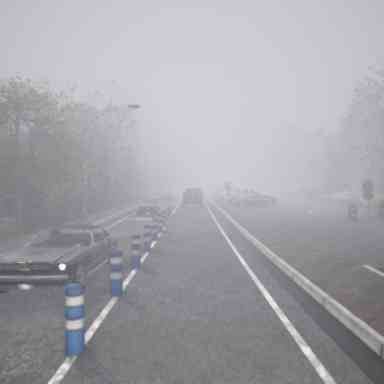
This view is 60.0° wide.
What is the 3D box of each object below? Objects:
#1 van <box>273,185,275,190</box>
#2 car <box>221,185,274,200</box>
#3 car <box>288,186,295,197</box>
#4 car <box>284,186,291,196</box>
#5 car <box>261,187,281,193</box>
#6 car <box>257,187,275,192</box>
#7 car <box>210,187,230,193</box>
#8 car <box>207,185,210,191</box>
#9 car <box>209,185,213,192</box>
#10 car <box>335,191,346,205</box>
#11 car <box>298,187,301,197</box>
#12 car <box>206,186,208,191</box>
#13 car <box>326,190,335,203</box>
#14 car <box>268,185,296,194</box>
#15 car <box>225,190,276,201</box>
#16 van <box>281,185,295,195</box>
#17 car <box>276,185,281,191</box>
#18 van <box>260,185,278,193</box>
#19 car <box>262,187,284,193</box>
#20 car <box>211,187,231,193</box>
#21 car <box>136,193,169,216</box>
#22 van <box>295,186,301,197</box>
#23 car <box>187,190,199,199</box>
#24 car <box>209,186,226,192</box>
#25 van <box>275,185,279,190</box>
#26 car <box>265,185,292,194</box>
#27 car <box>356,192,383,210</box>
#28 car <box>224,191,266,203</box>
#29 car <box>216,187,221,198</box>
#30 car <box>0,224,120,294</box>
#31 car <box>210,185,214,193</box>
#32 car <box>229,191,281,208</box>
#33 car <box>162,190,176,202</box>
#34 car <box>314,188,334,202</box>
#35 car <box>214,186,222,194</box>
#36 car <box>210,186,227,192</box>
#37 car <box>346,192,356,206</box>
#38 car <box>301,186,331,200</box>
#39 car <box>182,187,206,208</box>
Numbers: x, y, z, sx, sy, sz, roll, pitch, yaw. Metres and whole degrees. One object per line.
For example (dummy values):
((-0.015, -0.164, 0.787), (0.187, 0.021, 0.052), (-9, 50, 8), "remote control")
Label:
((20.081, -0.434, 72.149), (4.442, 1.987, 1.878), (0, 1, 1), "van")
((6.884, 0.476, 41.824), (5.566, 2.045, 2.435), (0, 2, 0), "car")
((20.108, 0.190, 58.442), (4.792, 1.488, 2.163), (0, 2, 1), "car")
((20.131, 0.111, 61.080), (4.792, 1.488, 2.163), (0, 2, 1), "car")
((20.321, -0.523, 86.126), (4.674, 1.452, 2.002), (0, 1, 0), "car")
((20.363, -0.661, 91.538), (4.674, 1.452, 2.002), (0, 1, 0), "car")
((7.232, -0.557, 86.221), (4.892, 1.521, 2.231), (0, 1, 0), "car")
((7.005, -0.420, 80.672), (5.366, 1.575, 1.946), (0, 1, 0), "car")
((7.138, -0.317, 77.896), (4.792, 1.488, 2.163), (0, 1, 0), "car")
((19.882, 0.847, 38.940), (4.792, 1.488, 2.163), (0, 2, 1), "car")
((20.002, 0.375, 52.781), (4.792, 1.488, 2.163), (0, 2, 0), "car")
((7.077, -0.631, 88.998), (5.366, 1.575, 1.946), (0, 1, 0), "car")
((19.932, 0.763, 41.709), (4.674, 1.452, 2.002), (0, 2, 1), "car")
((20.193, -0.530, 74.916), (5.566, 2.045, 2.435), (0, 1, 0), "car")
((6.837, 0.822, 39.059), (5.008, 1.535, 2.097), (0, 2, 0), "car")
((20.017, -0.220, 63.826), (4.442, 1.987, 1.878), (0, 2, 0), "van")
((20.155, -0.068, 66.615), (5.008, 1.535, 2.097), (0, 1, 1), "car")
((20.459, -0.859, 88.887), (4.442, 1.987, 1.878), (0, 1, 1), "van")
((20.288, -0.490, 83.231), (5.008, 1.535, 2.097), (0, 1, 1), "car")
((7.221, -0.486, 83.446), (4.892, 1.521, 2.231), (0, 1, 0), "car")
((-3.345, 1.129, 27.534), (2.033, 1.411, 5.357), (0, 2, 0), "car")
((20.172, 0.023, 55.664), (4.442, 1.987, 1.878), (0, 2, 0), "van")
((0.143, 0.371, 54.151), (1.994, 1.385, 4.181), (0, 2, 0), "car")
((7.279, -0.895, 94.543), (4.553, 1.767, 2.185), (0, 1, 0), "car")
((20.290, -0.364, 69.377), (4.442, 1.987, 1.878), (0, 1, 1), "van")
((20.217, -0.600, 77.685), (5.566, 2.045, 2.435), (0, 1, 0), "car")
((19.860, 1.001, 33.526), (5.008, 1.535, 2.097), (0, 2, 0), "car")
((7.065, 0.630, 44.606), (5.366, 1.575, 1.946), (0, 2, 0), "car")
((6.742, 0.440, 50.158), (5.366, 1.575, 1.946), (0, 2, 0), "car")
((-3.346, 1.587, 8.878), (1.895, 1.301, 4.718), (0, 0, 0), "car")
((7.114, -0.246, 75.121), (4.792, 1.488, 2.163), (0, 1, 0), "car")
((6.779, 0.946, 36.285), (4.792, 1.488, 2.163), (0, 2, 0), "car")
((-3.279, 0.525, 45.761), (1.882, 1.535, 5.008), (0, 1, 1), "car")
((19.774, 0.625, 44.478), (5.366, 1.575, 1.946), (0, 2, 1), "car")
((6.791, 0.250, 55.828), (5.366, 1.575, 1.946), (0, 2, 0), "car")
((7.255, -0.824, 91.768), (4.553, 1.767, 2.185), (0, 1, 0), "car")
((19.920, 0.782, 36.291), (4.553, 1.767, 2.185), (0, 2, 0), "car")
((20.035, 0.188, 50.003), (5.566, 2.045, 2.435), (0, 2, 0), "car")
((0.109, 0.549, 36.154), (2.150, 2.045, 5.566), (0, 2, 0), "car")
